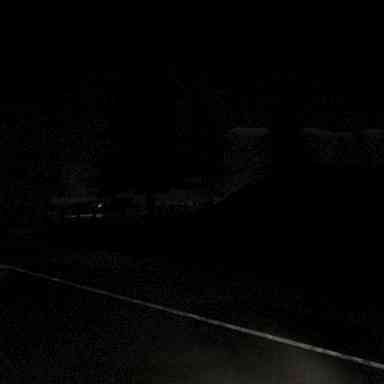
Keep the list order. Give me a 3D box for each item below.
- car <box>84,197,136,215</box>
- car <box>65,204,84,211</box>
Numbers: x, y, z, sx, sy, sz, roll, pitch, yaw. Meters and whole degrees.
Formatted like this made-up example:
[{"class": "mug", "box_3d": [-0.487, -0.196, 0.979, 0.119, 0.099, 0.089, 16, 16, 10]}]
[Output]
[{"class": "car", "box_3d": [-7.894, 1.263, 33.262, 4.553, 1.767, 2.097, 0, 0, -45]}, {"class": "car", "box_3d": [-10.659, 1.443, 35.526, 2.033, 1.411, 5.357, 0, 0, 45]}]
